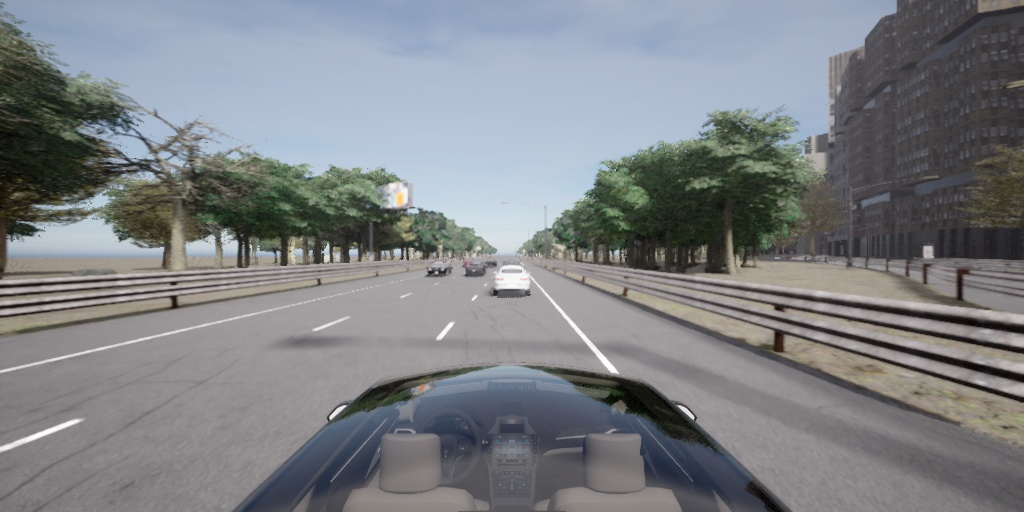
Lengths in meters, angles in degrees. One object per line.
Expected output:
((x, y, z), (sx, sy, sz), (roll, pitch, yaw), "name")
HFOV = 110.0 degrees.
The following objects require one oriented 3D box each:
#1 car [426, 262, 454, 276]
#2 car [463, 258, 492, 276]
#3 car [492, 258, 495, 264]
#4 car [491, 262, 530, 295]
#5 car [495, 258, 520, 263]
((-6.985, 1.274, 35.448), (1.895, 1.301, 4.718), (0, 0, 0), "car")
((-3.478, 1.165, 35.730), (2.128, 1.511, 4.902), (0, 0, 1), "car")
((-3.424, 1.082, 60.168), (1.882, 1.535, 5.008), (0, 0, 0), "car")
((-0.005, 1.230, 19.206), (1.812, 1.442, 4.674), (0, 0, 0), "car")
((-0.015, 1.039, 28.888), (2.097, 1.767, 4.553), (0, 0, 1), "car")
